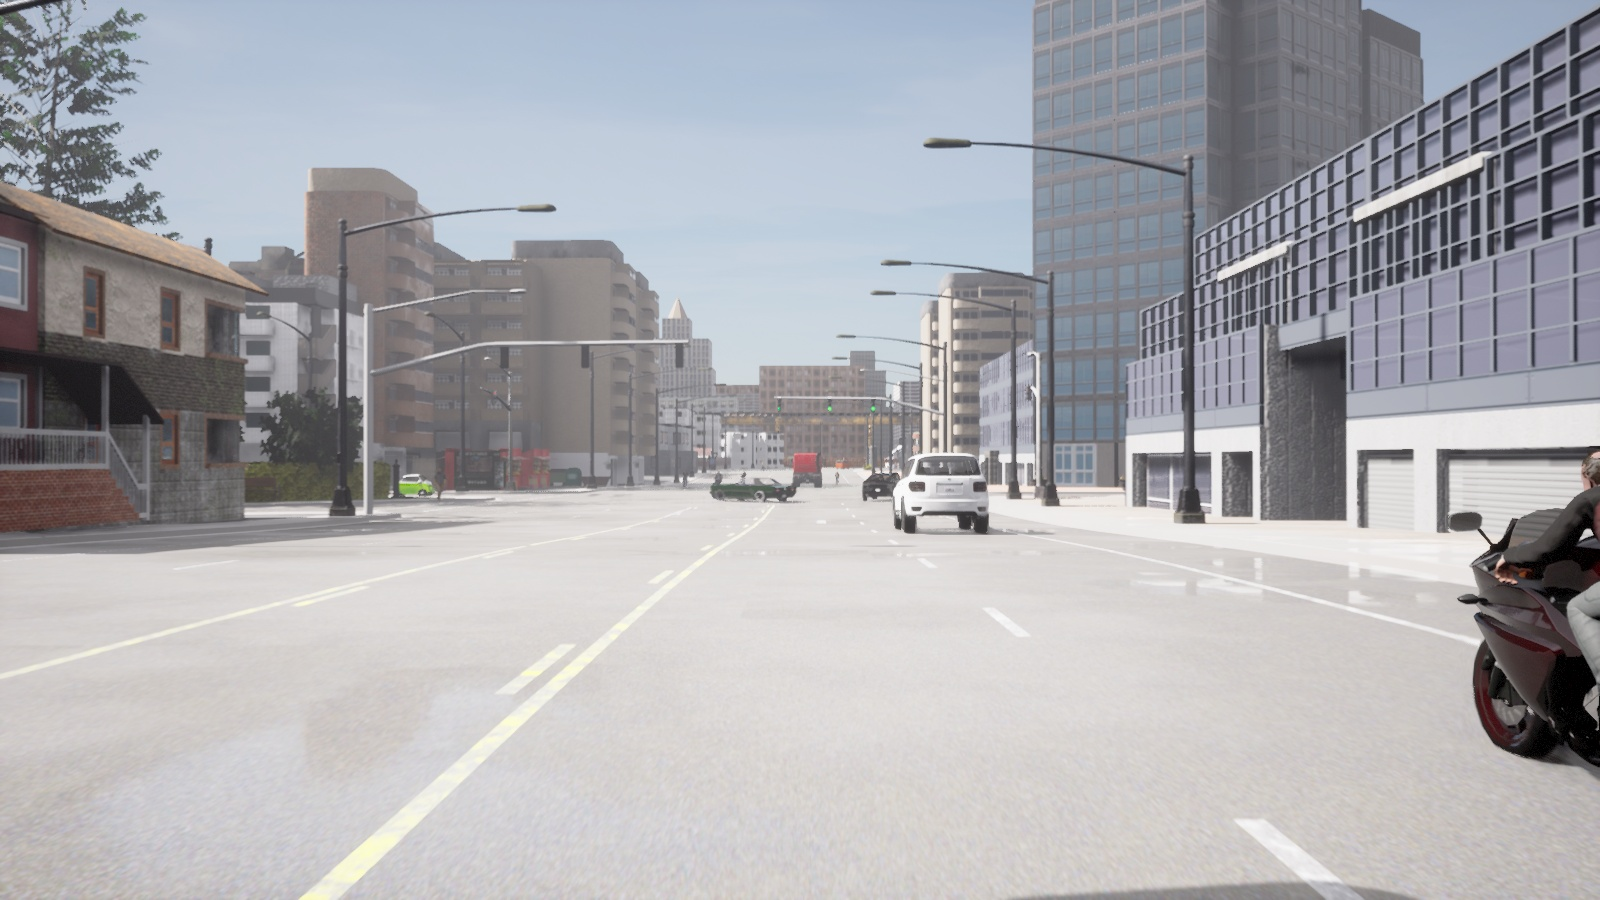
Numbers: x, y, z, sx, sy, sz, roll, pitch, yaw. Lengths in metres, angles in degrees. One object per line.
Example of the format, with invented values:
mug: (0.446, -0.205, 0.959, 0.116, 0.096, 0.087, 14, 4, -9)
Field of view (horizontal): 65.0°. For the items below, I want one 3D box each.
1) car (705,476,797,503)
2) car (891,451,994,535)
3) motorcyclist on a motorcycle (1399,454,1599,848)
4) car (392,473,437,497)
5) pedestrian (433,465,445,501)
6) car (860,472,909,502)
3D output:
car: (-2.586, 2.064, 65.977, 4.718, 1.301, 1.895, 0, -1, 39)
car: (3.708, 1.147, 33.627, 2.150, 2.045, 5.566, 0, -2, 0)
motorcyclist on a motorcycle: (3.546, 0.784, 5.442, 0.866, 1.530, 2.191, 0, 0, 0)
car: (-22.862, 2.058, 74.517, 2.207, 1.376, 1.481, 0, 0, 1)
pedestrian: (-18.807, 1.699, 65.419, 0.540, 1.848, 0.694, 0, 0, -21)
car: (4.668, 1.965, 68.440, 1.882, 1.535, 5.008, 0, 0, 13)
